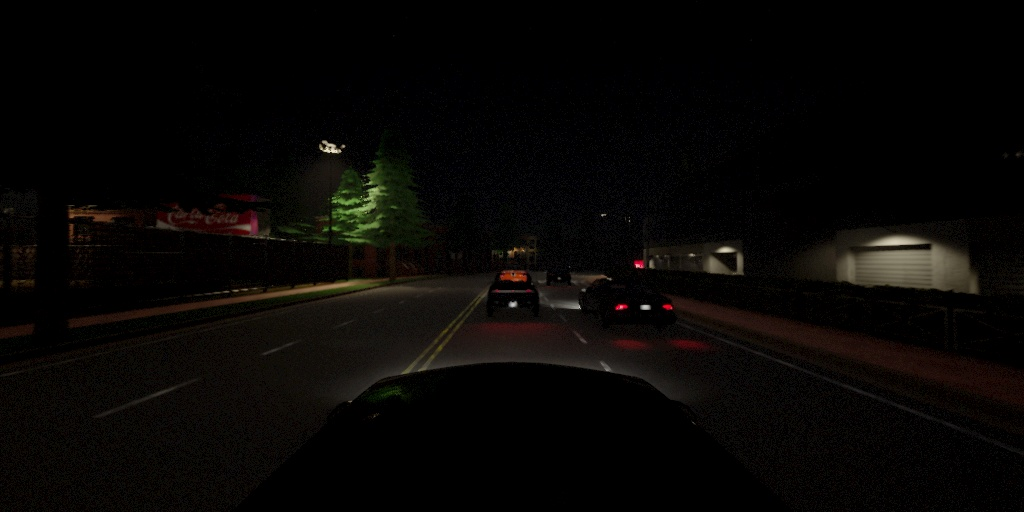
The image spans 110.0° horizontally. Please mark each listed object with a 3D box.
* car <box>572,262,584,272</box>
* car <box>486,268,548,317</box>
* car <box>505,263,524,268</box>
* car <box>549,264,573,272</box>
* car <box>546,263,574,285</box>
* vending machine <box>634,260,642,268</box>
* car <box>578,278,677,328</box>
[{"bbox_3d":[10.041,1.872,59.721,2.097,1.767,4.553,-1,-1,45],"label":"car"},{"bbox_3d":[0.053,1.407,14.117,2.128,1.511,4.902,0,-1,1],"label":"car"},{"bbox_3d":[0.291,1.464,29.019,2.097,1.767,4.553,0,-1,4],"label":"car"},{"bbox_3d":[8.685,2.131,63.316,4.181,1.385,1.994,1,-1,-44],"label":"car"},{"bbox_3d":[3.897,1.607,30.285,1.882,1.535,5.008,0,0,5],"label":"car"},{"bbox_3d":[18.347,1.613,52.073,1.100,2.100,0.880,0,0,45],"label":"vending machine"},{"bbox_3d":[3.530,1.433,11.941,2.033,1.411,5.357,0,-1,1],"label":"car"}]
